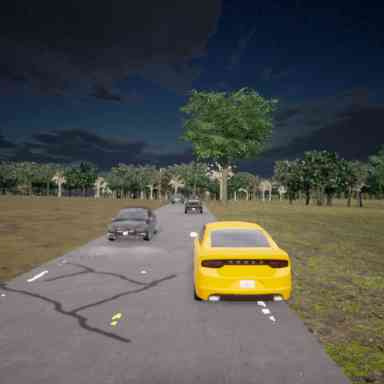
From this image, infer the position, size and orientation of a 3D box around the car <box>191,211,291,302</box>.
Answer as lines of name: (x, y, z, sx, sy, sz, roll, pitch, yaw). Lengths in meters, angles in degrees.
car: (0.986, 1.476, 8.364, 1.882, 1.535, 5.008, 0, 0, 0)

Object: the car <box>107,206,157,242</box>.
car: (-2.802, 1.492, 16.455, 1.837, 1.490, 4.892, 0, 0, 0)

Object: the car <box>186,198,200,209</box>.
car: (0.176, 1.591, 46.242, 1.895, 1.301, 4.718, 0, 0, 1)

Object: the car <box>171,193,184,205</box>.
car: (-2.568, 1.274, 60.657, 2.150, 2.045, 5.566, 0, 0, 0)

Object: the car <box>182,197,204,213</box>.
car: (0.180, 1.475, 35.861, 1.837, 1.490, 4.892, 0, 0, 0)
